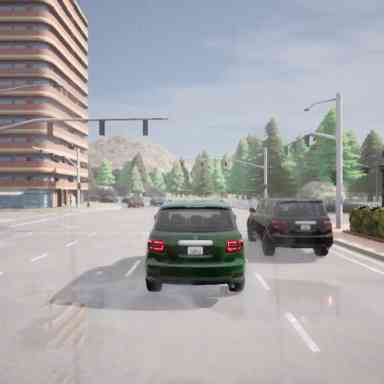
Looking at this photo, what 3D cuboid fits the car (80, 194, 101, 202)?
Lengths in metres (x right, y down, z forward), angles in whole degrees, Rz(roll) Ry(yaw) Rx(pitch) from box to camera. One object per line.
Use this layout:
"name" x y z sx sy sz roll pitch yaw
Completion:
"car" -24.168 1.349 79.197 4.553 1.767 2.097 0 0 24

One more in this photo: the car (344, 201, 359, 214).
"car" 15.140 1.600 35.801 5.357 1.411 2.033 0 0 3

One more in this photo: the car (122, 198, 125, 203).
"car" -11.894 1.595 64.996 1.895 1.301 4.718 0 0 -37

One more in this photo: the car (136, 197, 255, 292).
"car" 0.087 1.221 9.077 2.150 2.045 5.566 0 0 0

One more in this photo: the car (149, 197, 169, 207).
"car" -5.307 1.543 52.079 2.033 1.411 5.357 0 0 -18

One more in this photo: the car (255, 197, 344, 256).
"car" 3.614 1.220 13.212 2.150 2.045 5.566 0 0 0

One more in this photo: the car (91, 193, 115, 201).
"car" -22.040 1.219 82.067 5.566 2.045 2.150 0 0 24

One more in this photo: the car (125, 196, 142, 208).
"car" -8.110 1.349 48.162 2.097 1.767 4.553 0 0 -14

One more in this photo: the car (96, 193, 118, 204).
"car" -16.043 1.502 64.336 1.837 1.490 4.892 0 -1 -41

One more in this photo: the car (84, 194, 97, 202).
"car" -24.282 1.546 75.359 4.181 1.385 1.994 0 0 31
